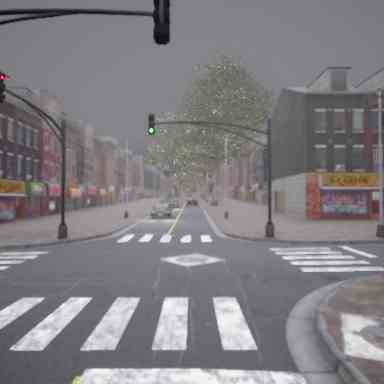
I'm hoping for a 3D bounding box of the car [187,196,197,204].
[{"bbox_3d":[0.045,1.600,65.505,1.994,1.385,4.181,0,0,0],"label":"car"}]

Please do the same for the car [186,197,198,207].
[{"bbox_3d":[0.038,1.563,55.081,1.882,1.535,5.008,0,0,0],"label":"car"}]

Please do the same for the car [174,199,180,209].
[{"bbox_3d":[-2.795,1.690,48.071,1.994,1.385,4.181,0,0,0],"label":"car"}]

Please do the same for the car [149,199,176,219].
[{"bbox_3d":[-2.825,1.741,31.748,1.812,1.442,4.674,0,0,0],"label":"car"}]
